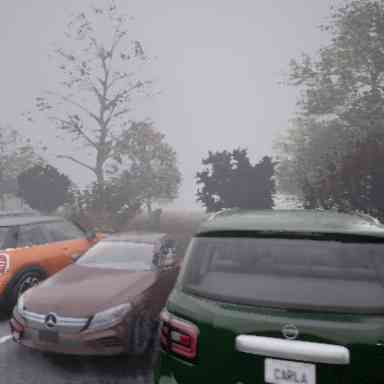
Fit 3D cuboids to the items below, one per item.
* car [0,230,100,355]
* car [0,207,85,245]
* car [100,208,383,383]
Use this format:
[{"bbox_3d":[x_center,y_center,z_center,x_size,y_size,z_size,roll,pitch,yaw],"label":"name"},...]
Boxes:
[{"bbox_3d":[-1.117,1.525,6.302,2.002,1.452,4.674,1,-1,16],"label":"car"},{"bbox_3d":[-3.554,1.358,8.004,2.185,1.767,4.553,0,-1,16],"label":"car"},{"bbox_3d":[1.310,1.234,4.604,2.435,2.045,5.566,0,-1,15],"label":"car"}]
